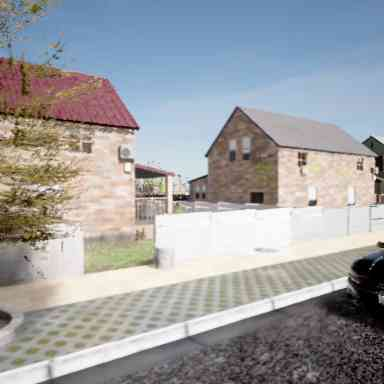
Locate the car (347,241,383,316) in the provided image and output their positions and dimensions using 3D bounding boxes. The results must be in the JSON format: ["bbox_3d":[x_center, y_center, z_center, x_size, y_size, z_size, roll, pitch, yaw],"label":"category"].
[{"bbox_3d":[5.121,1.452,6.727,5.008,1.535,1.882,0,0,-36],"label":"car"}]
